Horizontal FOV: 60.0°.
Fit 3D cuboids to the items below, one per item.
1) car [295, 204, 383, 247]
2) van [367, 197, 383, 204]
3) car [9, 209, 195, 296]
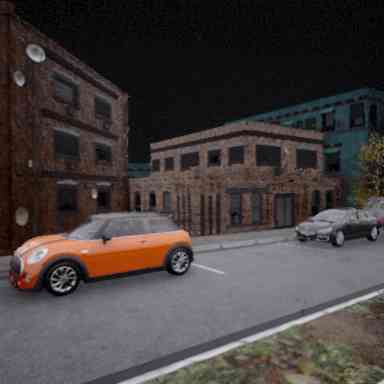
[{"bbox_3d":[6.740,1.493,15.208,4.892,1.521,2.231,0,0,-36],"label":"car"},{"bbox_3d":[11.124,1.279,18.358,4.442,1.987,1.878,0,0,-36],"label":"van"},{"bbox_3d":[-2.205,1.355,8.777,4.553,1.767,2.185,0,0,-36],"label":"car"}]
